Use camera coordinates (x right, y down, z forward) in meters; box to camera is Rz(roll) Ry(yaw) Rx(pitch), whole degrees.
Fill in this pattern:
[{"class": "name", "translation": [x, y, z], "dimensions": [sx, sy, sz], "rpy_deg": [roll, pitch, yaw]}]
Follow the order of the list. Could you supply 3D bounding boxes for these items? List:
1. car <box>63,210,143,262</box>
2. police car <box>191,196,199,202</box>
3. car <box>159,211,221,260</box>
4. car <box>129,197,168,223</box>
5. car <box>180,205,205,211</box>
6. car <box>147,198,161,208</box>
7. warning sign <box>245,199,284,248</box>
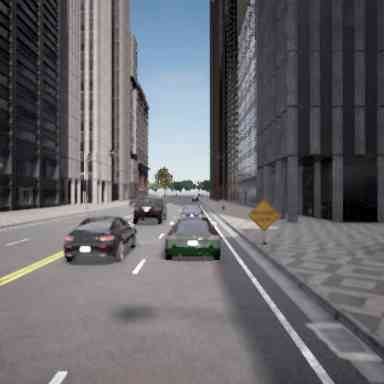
[{"class": "car", "translation": [-3.214, 1.601, 12.361], "dimensions": [1.812, 1.442, 4.674], "rpy_deg": [0, -1, 0]}, {"class": "police car", "translation": [0.939, 2.000, 93.237], "dimensions": [1.930, 1.638, 5.238], "rpy_deg": [0, 0, 0]}, {"class": "car", "translation": [0.042, 1.643, 12.859], "dimensions": [1.994, 1.385, 4.181], "rpy_deg": [0, 0, 0]}, {"class": "car", "translation": [-3.227, 1.386, 26.408], "dimensions": [2.150, 2.045, 5.566], "rpy_deg": [0, 0, 1]}, {"class": "car", "translation": [0.014, 1.704, 25.399], "dimensions": [2.033, 1.411, 5.357], "rpy_deg": [0, 0, 1]}, {"class": "car", "translation": [-6.577, 1.867, 57.682], "dimensions": [1.837, 1.490, 4.892], "rpy_deg": [0, 0, 0]}, {"class": "warning sign", "translation": [2.846, 1.195, 13.131], "dimensions": [1.300, 1.860, 1.060], "rpy_deg": [0, 0, 0]}]
